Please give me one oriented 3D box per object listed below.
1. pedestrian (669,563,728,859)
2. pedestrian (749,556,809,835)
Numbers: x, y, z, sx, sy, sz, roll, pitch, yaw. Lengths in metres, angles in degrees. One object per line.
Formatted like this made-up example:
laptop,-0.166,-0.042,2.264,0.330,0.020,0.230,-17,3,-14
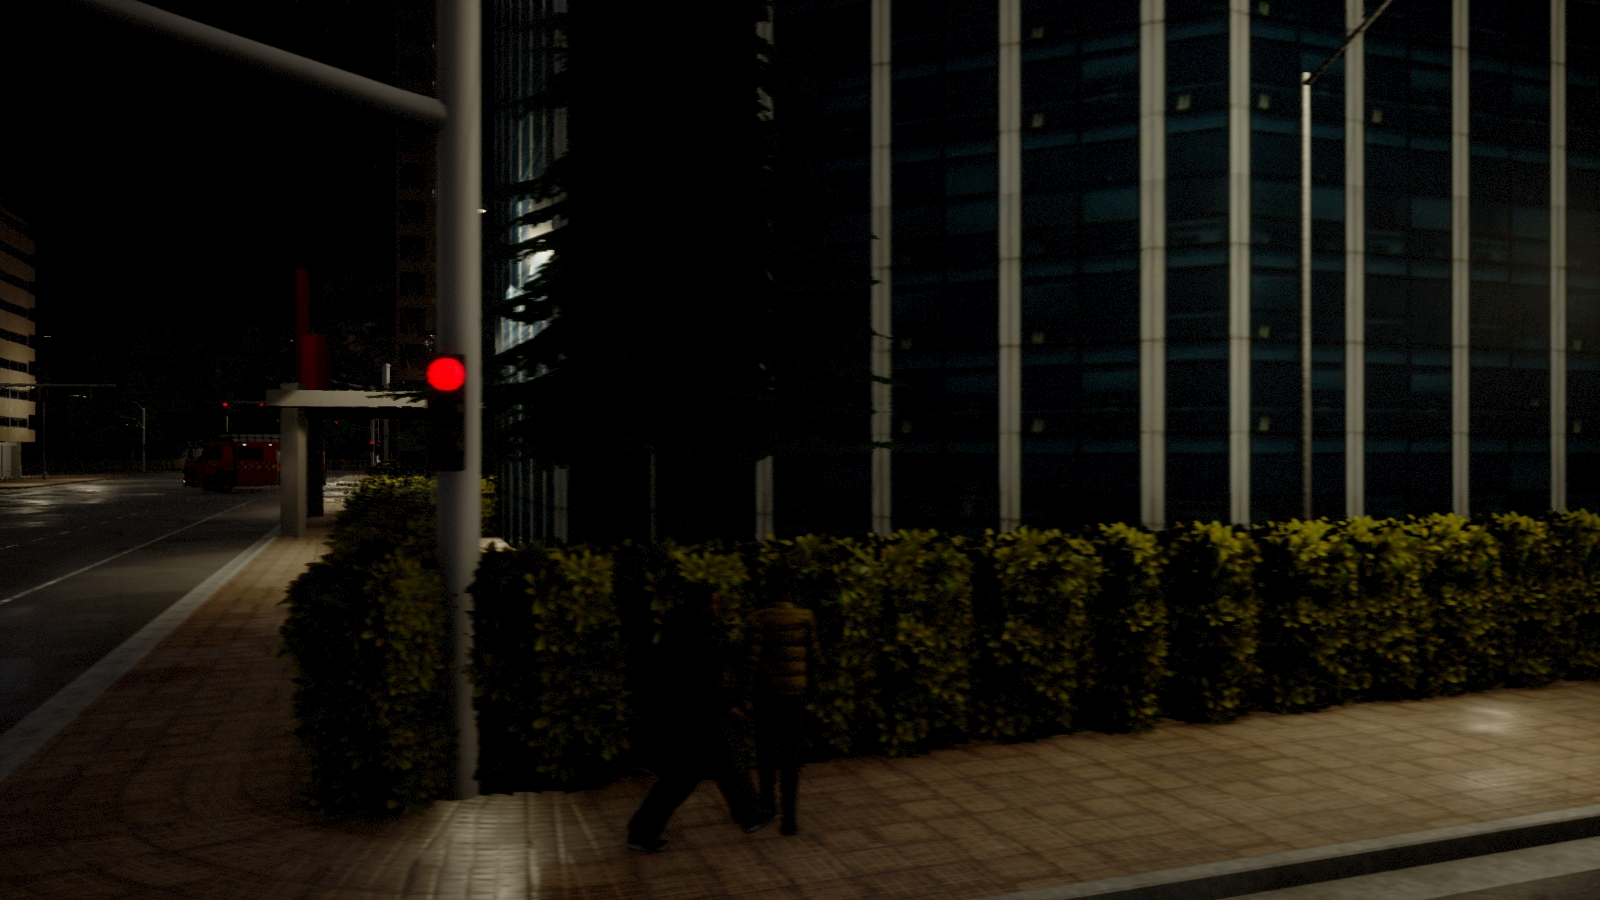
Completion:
pedestrian,-0.676,1.694,7.545,0.375,1.860,0.375,0,0,-7
pedestrian,-0.150,1.693,8.005,0.375,1.860,0.375,0,0,-8
